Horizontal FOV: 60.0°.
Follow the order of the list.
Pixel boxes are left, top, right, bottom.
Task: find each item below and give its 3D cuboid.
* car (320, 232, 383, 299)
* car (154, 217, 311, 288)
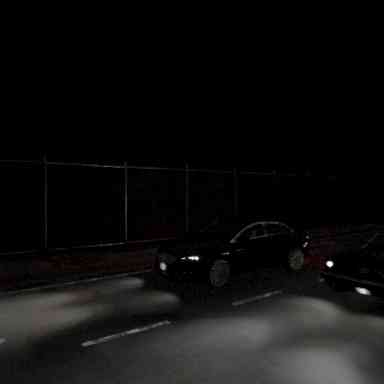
[{"bbox_3d":[5.059,1.599,7.743,4.718,1.301,1.895,0,0,-37],"label":"car"},{"bbox_3d":[1.301,1.491,9.297,4.902,1.511,2.128,0,0,-36],"label":"car"}]
